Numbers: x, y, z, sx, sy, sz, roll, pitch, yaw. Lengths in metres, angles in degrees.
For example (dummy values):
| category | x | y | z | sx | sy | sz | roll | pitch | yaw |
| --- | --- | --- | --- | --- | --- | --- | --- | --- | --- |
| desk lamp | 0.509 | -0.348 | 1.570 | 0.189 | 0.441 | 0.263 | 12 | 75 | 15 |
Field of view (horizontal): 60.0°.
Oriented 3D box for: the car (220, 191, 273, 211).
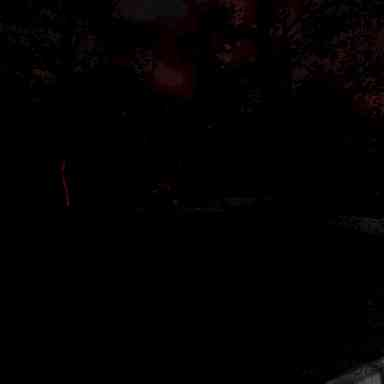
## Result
| category | x | y | z | sx | sy | sz | roll | pitch | yaw |
| --- | --- | --- | --- | --- | --- | --- | --- | --- | --- |
| car | 5.655 | 0.950 | 34.873 | 5.566 | 2.045 | 2.150 | 1 | 0 | 34 |

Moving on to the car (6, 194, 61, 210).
| category | x | y | z | sx | sy | sz | roll | pitch | yaw |
| --- | --- | --- | --- | --- | --- | --- | --- | --- | --- |
| car | -15.385 | 0.986 | 32.514 | 4.902 | 1.511 | 2.128 | 0 | 0 | -29 |
